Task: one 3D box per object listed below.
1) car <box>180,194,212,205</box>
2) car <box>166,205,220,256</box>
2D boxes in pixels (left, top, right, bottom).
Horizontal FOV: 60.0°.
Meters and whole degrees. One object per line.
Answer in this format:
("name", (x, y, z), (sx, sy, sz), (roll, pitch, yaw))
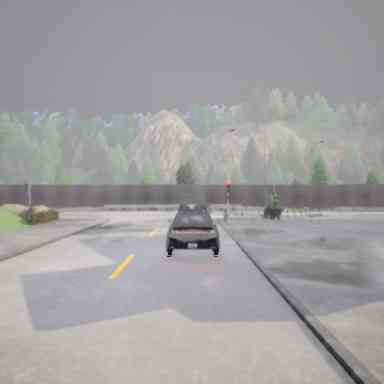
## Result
("car", (0.337, 1.212, 26.792), (2.150, 2.045, 5.566), (0, 0, 7))
("car", (0.043, 1.486, 12.946), (2.128, 1.511, 4.902), (0, 0, 0))
